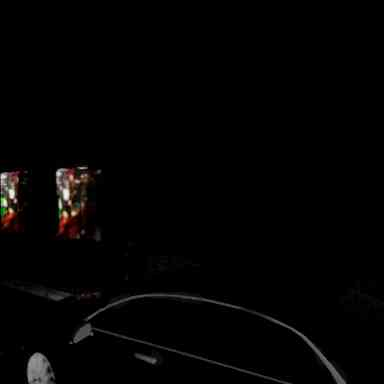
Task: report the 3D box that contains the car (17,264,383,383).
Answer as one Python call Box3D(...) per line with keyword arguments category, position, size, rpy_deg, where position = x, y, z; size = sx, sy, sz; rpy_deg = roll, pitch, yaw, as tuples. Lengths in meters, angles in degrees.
Box3D(category="car", position=(0.164, 1.524, 3.315), size=(4.892, 1.490, 1.837), rpy_deg=(-1, -1, 35))
